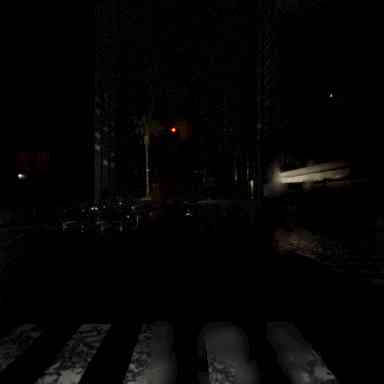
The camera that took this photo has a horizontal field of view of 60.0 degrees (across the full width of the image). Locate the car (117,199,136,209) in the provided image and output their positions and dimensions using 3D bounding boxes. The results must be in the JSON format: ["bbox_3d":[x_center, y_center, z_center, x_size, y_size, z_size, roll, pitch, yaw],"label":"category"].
[{"bbox_3d":[-9.744,1.699,49.754,1.994,1.385,4.181,0,0,0],"label":"car"}]

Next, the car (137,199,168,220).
[{"bbox_3d":[-3.163,1.587,28.483,1.812,1.442,4.674,0,0,1],"label":"car"}]

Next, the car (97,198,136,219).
[{"bbox_3d":[-6.546,1.542,29.583,1.882,1.535,5.008,0,0,0],"label":"car"}]

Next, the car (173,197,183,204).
[{"bbox_3d":[-3.017,1.788,69.793,1.994,1.385,4.181,0,0,0],"label":"car"}]

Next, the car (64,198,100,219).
[{"bbox_3d":[-9.792,1.542,29.847,1.882,1.535,5.008,0,0,0],"label":"car"}]

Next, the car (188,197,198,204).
[{"bbox_3d":[0.233,1.788,69.812,1.994,1.385,4.181,0,0,0],"label":"car"}]

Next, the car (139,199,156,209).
[{"bbox_3d":[-6.500,1.733,48.939,1.895,1.301,4.718,0,0,0],"label":"car"}]

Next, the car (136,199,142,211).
[{"bbox_3d":[-6.528,1.585,39.051,2.128,1.511,4.902,0,0,0],"label":"car"}]

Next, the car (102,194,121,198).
[{"bbox_3d":[-9.780,1.318,39.793,2.150,2.045,5.566,0,0,0],"label":"car"}]
